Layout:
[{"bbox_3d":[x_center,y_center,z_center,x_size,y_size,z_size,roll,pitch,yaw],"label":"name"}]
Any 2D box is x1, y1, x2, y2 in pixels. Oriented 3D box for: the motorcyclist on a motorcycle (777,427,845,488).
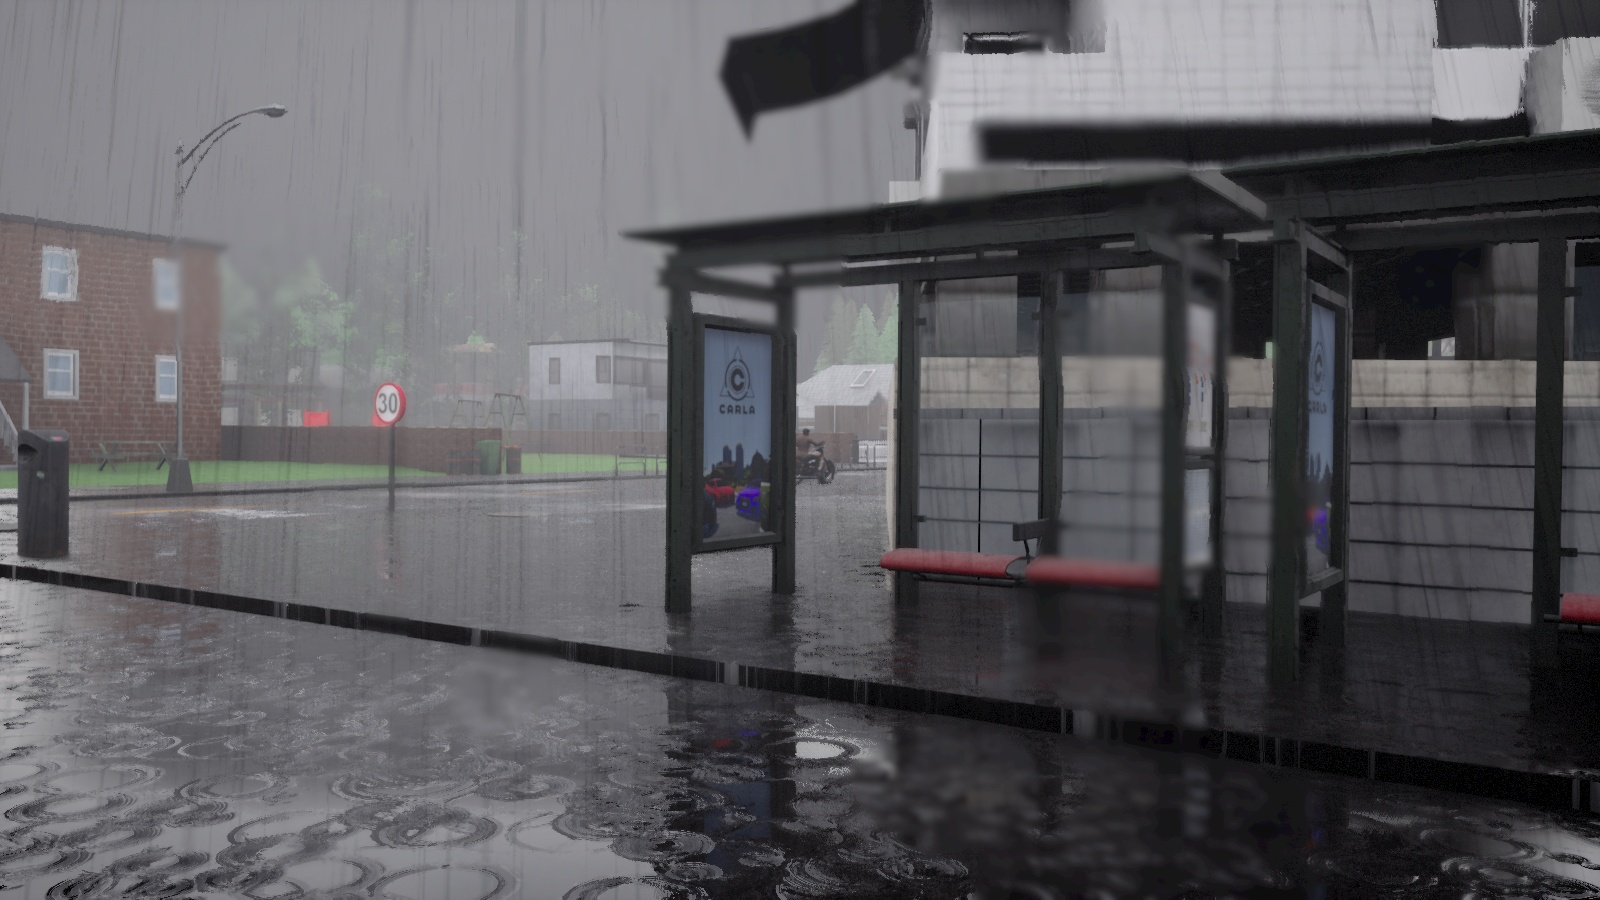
[{"bbox_3d":[0.330,0.190,35.351,0.766,1.649,2.350,0,1,34],"label":"motorcyclist on a motorcycle"}]
